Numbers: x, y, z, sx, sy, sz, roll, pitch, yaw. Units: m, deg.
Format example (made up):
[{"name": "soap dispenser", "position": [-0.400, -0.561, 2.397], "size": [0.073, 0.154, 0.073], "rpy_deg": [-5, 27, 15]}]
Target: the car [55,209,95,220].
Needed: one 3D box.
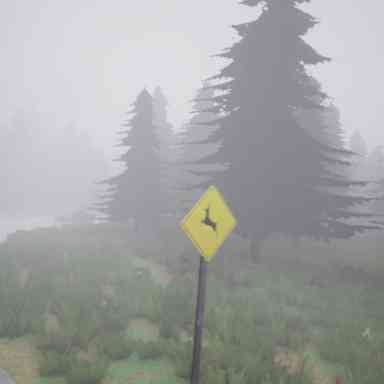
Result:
[{"name": "car", "position": [-11.718, 2.426, 33.698], "size": [2.033, 1.411, 5.357], "rpy_deg": [5, -2, 10]}]
